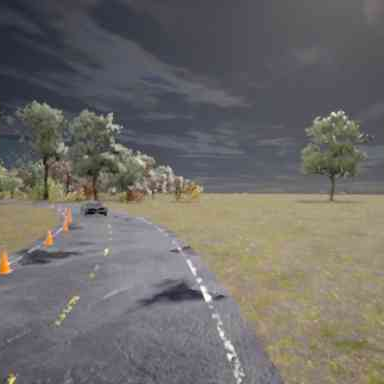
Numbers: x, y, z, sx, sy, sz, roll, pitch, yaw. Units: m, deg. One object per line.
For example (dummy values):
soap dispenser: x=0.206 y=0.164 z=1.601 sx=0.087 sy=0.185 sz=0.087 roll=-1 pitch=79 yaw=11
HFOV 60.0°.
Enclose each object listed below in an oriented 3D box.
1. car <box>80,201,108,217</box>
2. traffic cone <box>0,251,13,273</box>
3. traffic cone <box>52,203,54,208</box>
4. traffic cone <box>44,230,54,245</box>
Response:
car: x=-8.564 y=1.440 z=28.993 sx=1.895 sy=1.301 sz=4.718 roll=0 pitch=0 yaw=-23
traffic cone: x=-5.186 y=1.921 z=9.212 sx=0.340 sy=0.580 sz=0.340 roll=0 pitch=0 yaw=-8
traffic cone: x=-17.041 y=1.689 z=40.669 sx=0.340 sy=0.580 sz=0.340 roll=0 pitch=0 yaw=-33
traffic cone: x=-5.999 y=1.893 z=13.985 sx=0.340 sy=0.580 sz=0.340 roll=0 pitch=0 yaw=-11
